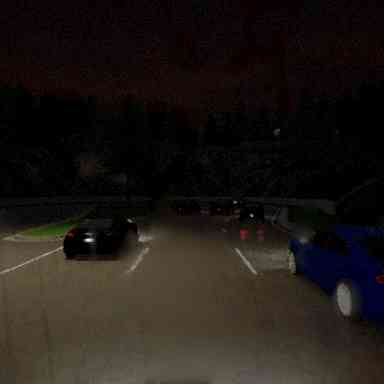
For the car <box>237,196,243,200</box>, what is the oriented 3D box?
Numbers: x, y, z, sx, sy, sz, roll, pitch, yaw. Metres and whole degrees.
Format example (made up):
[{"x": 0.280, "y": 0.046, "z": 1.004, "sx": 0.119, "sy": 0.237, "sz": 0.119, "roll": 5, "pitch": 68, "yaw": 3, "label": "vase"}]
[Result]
[{"x": 5.909, "y": 1.351, "z": 43.719, "sx": 2.097, "sy": 1.767, "sz": 4.553, "roll": 0, "pitch": 0, "yaw": 13, "label": "car"}]

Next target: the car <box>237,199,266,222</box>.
[{"x": 4.920, "y": 1.525, "z": 26.714, "sx": 1.812, "sy": 1.442, "sz": 4.674, "roll": 0, "pitch": 0, "yaw": 13, "label": "car"}]

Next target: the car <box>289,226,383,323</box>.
[{"x": 3.602, "y": 1.477, "z": 7.249, "sx": 1.882, "sy": 1.535, "sz": 5.008, "roll": 0, "pitch": 0, "yaw": 0, "label": "car"}]

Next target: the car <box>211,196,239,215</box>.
[{"x": 3.192, "y": 1.477, "z": 33.586, "sx": 1.882, "sy": 1.535, "sz": 5.008, "roll": 0, "pitch": 0, "yaw": 16, "label": "car"}]

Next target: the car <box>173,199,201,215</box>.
[{"x": -0.421, "y": 1.477, "z": 33.771, "sx": 1.882, "sy": 1.535, "sz": 5.008, "roll": 0, "pitch": 0, "yaw": 15, "label": "car"}]

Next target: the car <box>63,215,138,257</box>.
[{"x": -3.362, "y": 1.564, "z": 12.955, "sx": 1.994, "sy": 1.385, "sz": 4.181, "roll": 0, "pitch": 0, "yaw": 1, "label": "car"}]
